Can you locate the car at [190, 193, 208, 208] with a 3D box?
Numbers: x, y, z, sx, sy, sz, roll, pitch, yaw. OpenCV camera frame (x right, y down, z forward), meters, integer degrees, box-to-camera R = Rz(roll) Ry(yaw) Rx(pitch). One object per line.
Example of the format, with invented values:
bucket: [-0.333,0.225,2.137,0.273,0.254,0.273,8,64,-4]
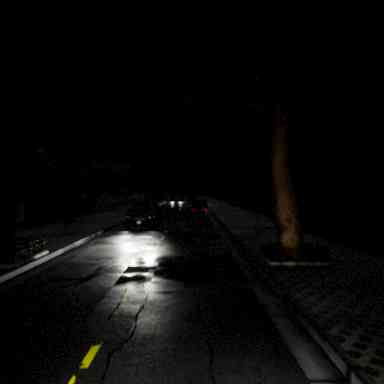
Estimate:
car: [0.940,1.231,42.154,1.812,1.442,4.674,0,0,0]

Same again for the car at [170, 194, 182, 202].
car: [-2.822,1.075,60.850,1.812,1.442,4.674,0,0,1]

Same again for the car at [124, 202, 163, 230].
car: [-2.859,1.361,20.346,2.128,1.511,4.902,0,0,0]

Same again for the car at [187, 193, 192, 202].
car: [-0.033,1.104,60.079,2.033,1.411,5.357,0,0,0]

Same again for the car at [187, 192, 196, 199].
car: [-0.043,0.865,80.172,2.128,1.511,4.902,0,0,0]
